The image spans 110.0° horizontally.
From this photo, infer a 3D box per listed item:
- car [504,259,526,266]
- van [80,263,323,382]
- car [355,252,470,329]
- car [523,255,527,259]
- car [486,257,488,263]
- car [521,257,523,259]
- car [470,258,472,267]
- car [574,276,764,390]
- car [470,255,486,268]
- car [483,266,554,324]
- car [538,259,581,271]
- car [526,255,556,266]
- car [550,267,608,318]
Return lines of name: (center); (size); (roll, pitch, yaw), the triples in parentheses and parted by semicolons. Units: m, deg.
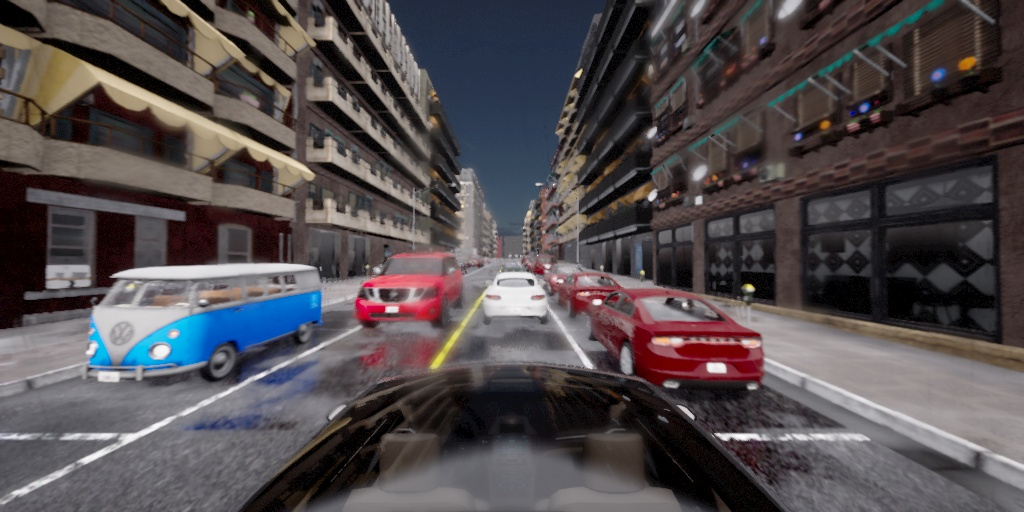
car: (0.117, 1.165, 29.332); (1.895, 1.301, 4.718); (0, 0, 0)
van: (-5.313, 1.051, 6.821); (1.690, 1.789, 3.998); (0, 0, 0)
car: (-2.840, 0.902, 11.288); (2.150, 2.045, 5.566); (0, 0, 0)
car: (2.555, 0.944, 39.939); (1.967, 1.591, 4.097); (0, 0, 0)
car: (-5.284, 0.963, 56.593); (1.888, 1.381, 4.507); (0, 0, 0)
car: (2.561, 1.030, 51.002); (1.802, 1.307, 4.207); (0, 0, 0)
car: (-5.296, 1.096, 34.473); (1.948, 1.339, 4.313); (0, 0, 0)
car: (2.570, 1.260, 6.755); (1.888, 1.381, 4.507); (0, 0, 0)
car: (-5.287, 0.758, 51.061); (2.192, 1.841, 5.009); (0, 0, 0)
car: (0.105, 1.206, 11.503); (1.812, 1.442, 4.674); (0, 0, 0)
car: (2.584, 1.079, 17.816); (1.967, 1.591, 4.097); (0, 0, 0)
car: (2.548, 0.883, 28.877); (2.192, 1.841, 5.009); (0, 0, 0)
car: (2.573, 1.222, 12.284); (1.888, 1.381, 4.507); (0, 0, 0)
